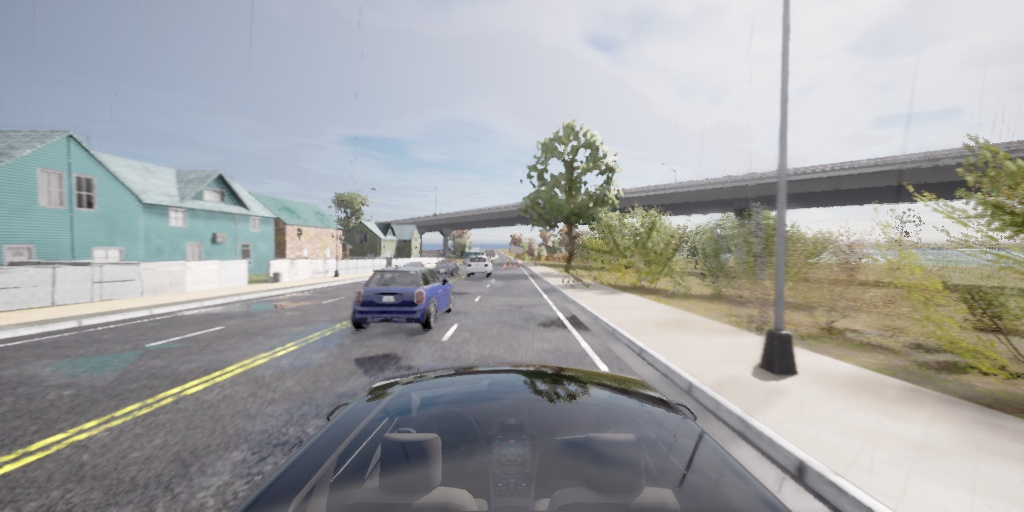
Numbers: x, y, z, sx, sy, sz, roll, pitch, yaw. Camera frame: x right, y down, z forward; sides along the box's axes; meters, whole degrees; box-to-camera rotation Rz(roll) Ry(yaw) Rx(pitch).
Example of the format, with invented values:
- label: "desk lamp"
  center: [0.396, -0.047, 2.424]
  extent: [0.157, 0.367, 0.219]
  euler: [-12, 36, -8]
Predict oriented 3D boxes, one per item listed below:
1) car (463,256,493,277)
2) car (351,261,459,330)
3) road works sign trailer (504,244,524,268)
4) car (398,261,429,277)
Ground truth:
- label: "car"
  center: [-3.111, 0.994, 35.307]
  extent: [2.150, 2.045, 5.566]
  euler: [0, 0, 0]
- label: "car"
  center: [-3.139, 1.103, 11.240]
  extent: [2.097, 1.767, 4.553]
  euler: [0, 0, 0]
- label: "road works sign trailer"
  center: [0.225, -0.055, 56.462]
  extent: [2.380, 3.560, 2.880]
  euler: [0, 0, 4]
- label: "car"
  center: [-9.781, 1.296, 36.067]
  extent: [1.812, 1.442, 4.674]
  euler: [0, 0, 0]
